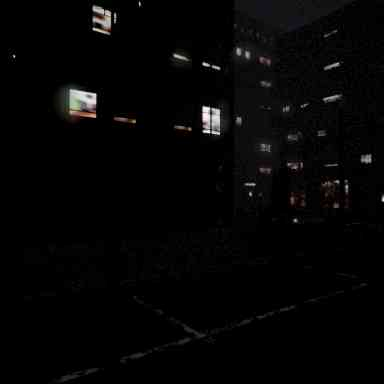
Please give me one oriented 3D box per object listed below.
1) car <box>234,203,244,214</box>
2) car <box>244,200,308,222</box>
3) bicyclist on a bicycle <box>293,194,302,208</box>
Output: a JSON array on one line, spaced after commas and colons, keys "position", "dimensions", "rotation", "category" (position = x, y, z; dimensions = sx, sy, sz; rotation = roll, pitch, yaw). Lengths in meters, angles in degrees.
[{"position": [5.948, 1.338, 29.022], "dimensions": [1.895, 1.301, 4.718], "rotation": [0, 1, -36], "category": "car"}, {"position": [6.267, 1.342, 24.208], "dimensions": [2.008, 1.369, 4.403], "rotation": [1, 0, -36], "category": "car"}, {"position": [11.514, 1.011, 36.229], "dimensions": [1.656, 1.620, 0.582], "rotation": [0, 1, -36], "category": "bicyclist on a bicycle"}]
